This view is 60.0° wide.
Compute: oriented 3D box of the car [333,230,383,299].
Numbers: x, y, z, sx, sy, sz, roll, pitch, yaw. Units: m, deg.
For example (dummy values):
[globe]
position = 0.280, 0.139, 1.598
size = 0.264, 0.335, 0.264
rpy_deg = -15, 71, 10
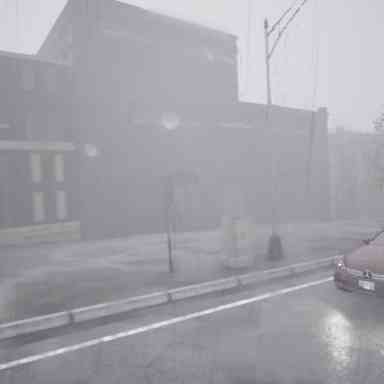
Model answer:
[car]
position = 5.219, 1.513, 7.702
size = 4.674, 1.442, 1.812
rpy_deg = 0, 0, -36
